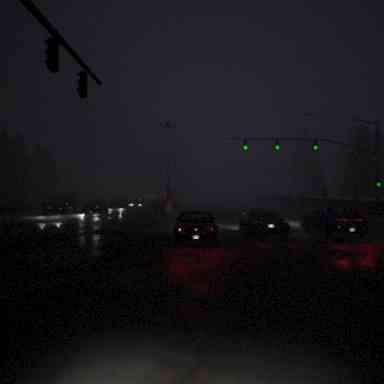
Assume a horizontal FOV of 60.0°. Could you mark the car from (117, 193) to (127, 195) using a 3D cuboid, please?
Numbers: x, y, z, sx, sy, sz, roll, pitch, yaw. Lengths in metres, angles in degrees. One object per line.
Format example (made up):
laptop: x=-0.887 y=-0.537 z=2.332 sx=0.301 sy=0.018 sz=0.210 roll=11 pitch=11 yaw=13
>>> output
car: x=-13.700 y=1.189 z=65.502 sx=2.150 sy=2.045 sz=5.566 roll=0 pitch=0 yaw=0

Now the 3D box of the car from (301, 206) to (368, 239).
car: x=7.185 y=1.470 z=17.298 sx=2.128 sy=1.511 sz=4.902 roll=0 pitch=0 yaw=0

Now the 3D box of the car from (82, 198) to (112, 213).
car: x=-10.415 y=1.511 z=36.114 sx=1.812 sy=1.442 sz=4.674 roll=0 pitch=0 yaw=0

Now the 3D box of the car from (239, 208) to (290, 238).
car: x=3.686 y=1.546 z=17.462 sx=1.994 sy=1.385 sz=4.181 roll=0 pitch=0 yaw=0

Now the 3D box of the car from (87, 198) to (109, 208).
car: x=-13.831 y=1.544 z=49.306 sx=1.994 sy=1.385 sz=4.181 roll=0 pitch=0 yaw=1

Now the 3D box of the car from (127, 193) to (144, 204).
car: x=-10.228 y=1.318 z=62.250 sx=2.097 sy=1.767 sz=4.553 roll=0 pitch=0 yaw=1

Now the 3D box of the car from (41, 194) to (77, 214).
car: x=-13.945 y=1.212 z=35.330 sx=2.150 sy=2.045 sz=5.566 roll=0 pitch=0 yaw=-1

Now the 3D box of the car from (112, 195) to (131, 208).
car: x=-10.354 y=1.504 z=47.061 sx=1.812 sy=1.442 sz=4.674 roll=0 pitch=1 yaw=1

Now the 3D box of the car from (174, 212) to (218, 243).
car: x=0.179 y=1.588 z=16.061 sx=1.895 sy=1.301 sz=4.718 roll=0 pitch=0 yaw=0
